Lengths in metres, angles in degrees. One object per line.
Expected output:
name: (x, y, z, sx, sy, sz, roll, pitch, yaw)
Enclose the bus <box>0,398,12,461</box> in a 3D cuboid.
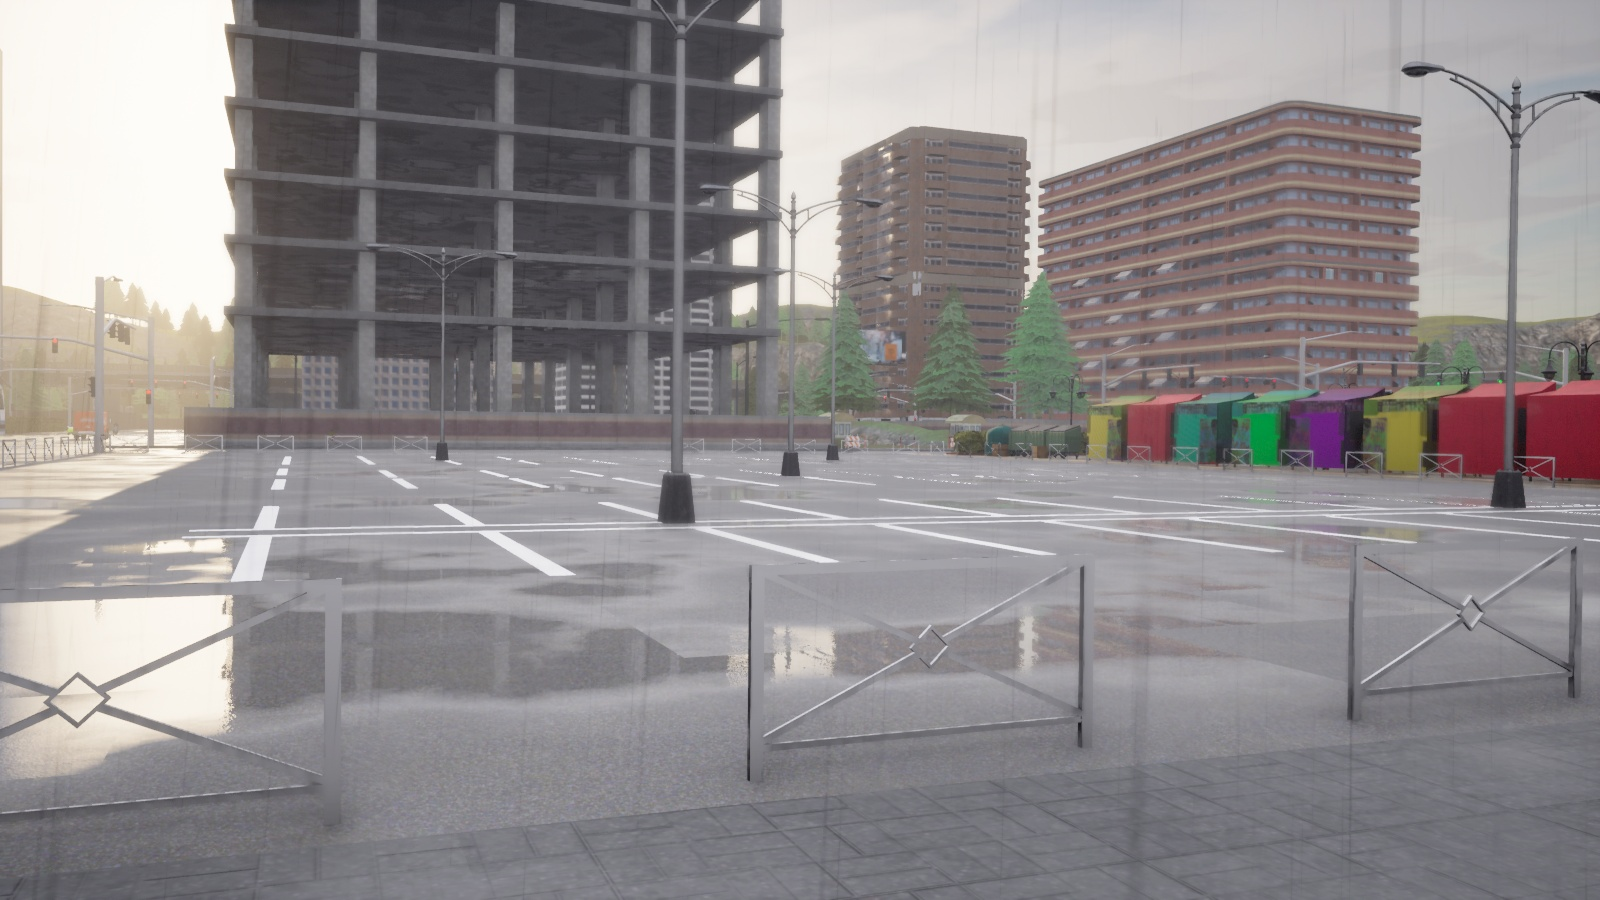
bus: (-54.721, -1.318, 81.766, 3.944, 4.253, 10.273, -1, 1, -22)
